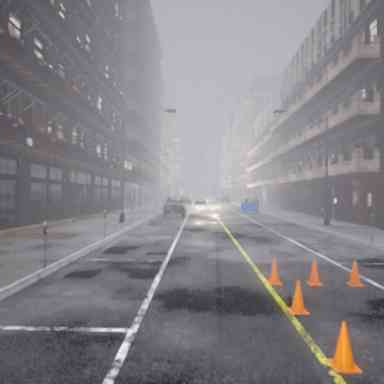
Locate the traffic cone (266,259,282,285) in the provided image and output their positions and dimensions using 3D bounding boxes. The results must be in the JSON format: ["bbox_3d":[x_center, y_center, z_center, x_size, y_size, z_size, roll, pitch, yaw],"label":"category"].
[{"bbox_3d":[2.066,1.989,8.352,0.340,0.580,0.340,1,0,1],"label":"traffic cone"}]

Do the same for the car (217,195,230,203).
[{"bbox_3d":[7.082,1.477,71.147,2.192,1.841,5.009,1,0,1],"label":"car"}]

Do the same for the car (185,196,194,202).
[{"bbox_3d":[-0.576,1.650,82.616,1.947,1.339,4.313,1,0,1],"label":"car"}]

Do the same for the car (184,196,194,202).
[{"bbox_3d":[-0.689,1.627,76.945,2.008,1.369,4.403,1,0,1],"label":"car"}]

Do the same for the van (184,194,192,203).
[{"bbox_3d":[-0.798,1.409,71.276,1.690,1.788,3.998,1,0,1],"label":"van"}]

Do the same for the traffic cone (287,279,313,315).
[{"bbox_3d":[2.026,1.986,6.352,0.340,0.580,0.340,1,0,1],"label":"traffic cone"}]

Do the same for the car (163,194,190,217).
[{"bbox_3d":[-1.594,1.330,31.588,2.192,1.841,5.009,1,0,1],"label":"car"}]

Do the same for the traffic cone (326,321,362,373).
[{"bbox_3d":[1.986,1.984,4.352,0.340,0.580,0.340,1,0,1],"label":"traffic cone"}]

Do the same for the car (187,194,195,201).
[{"bbox_3d":[-0.342,1.416,93.956,2.192,1.841,5.009,1,0,1],"label":"car"}]

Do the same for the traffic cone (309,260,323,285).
[{"bbox_3d":[3.066,2.001,8.332,0.340,0.580,0.340,1,0,1],"label":"traffic cone"}]

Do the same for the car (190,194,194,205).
[{"bbox_3d":[-1.025,1.368,59.937,2.192,1.841,5.009,1,0,1],"label":"car"}]

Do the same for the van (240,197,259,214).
[{"bbox_3d":[6.398,1.457,37.130,1.690,1.788,3.998,1,0,1],"label":"van"}]

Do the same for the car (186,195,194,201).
[{"bbox_3d":[-0.461,1.643,88.285,2.008,1.369,4.403,1,0,1],"label":"car"}]

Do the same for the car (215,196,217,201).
[{"bbox_3d":[7.531,1.760,93.827,1.947,1.339,4.313,1,0,1],"label":"car"}]

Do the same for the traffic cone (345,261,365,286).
[{"bbox_3d":[4.065,2.013,8.311,0.340,0.580,0.340,1,0,1],"label":"traffic cone"}]

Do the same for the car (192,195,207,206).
[{"bbox_3d":[1.448,1.642,56.049,1.994,1.385,4.181,1,0,1],"label":"car"}]
